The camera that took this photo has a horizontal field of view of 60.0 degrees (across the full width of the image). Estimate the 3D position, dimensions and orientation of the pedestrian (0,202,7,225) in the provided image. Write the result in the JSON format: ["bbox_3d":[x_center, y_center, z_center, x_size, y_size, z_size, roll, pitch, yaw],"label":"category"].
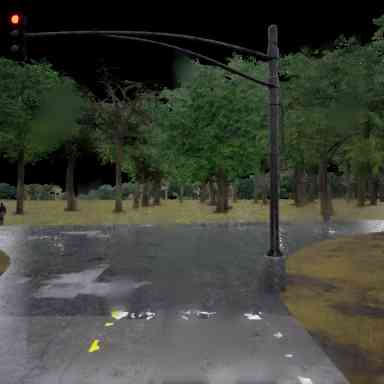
[{"bbox_3d":[-15.240,1.718,26.748,0.375,1.860,0.375,0,-1,0],"label":"pedestrian"}]
